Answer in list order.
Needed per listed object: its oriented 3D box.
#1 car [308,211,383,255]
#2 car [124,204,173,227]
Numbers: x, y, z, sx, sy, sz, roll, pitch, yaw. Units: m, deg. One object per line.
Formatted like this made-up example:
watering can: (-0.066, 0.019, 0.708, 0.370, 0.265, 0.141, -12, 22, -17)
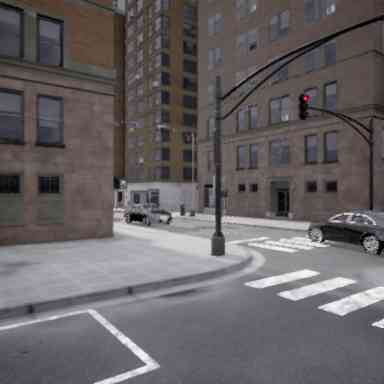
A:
car: (6.778, 1.514, 13.503, 2.128, 1.511, 4.902, 0, 0, -19)
car: (-3.209, 1.599, 23.970, 2.128, 1.511, 4.902, 0, 0, -36)
